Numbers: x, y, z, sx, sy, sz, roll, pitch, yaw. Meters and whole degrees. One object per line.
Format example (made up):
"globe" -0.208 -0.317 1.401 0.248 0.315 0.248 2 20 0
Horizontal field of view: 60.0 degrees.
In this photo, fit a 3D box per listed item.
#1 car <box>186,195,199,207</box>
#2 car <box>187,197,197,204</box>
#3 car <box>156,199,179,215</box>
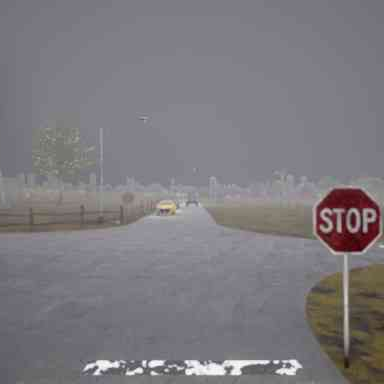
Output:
"car" 0.023 1.586 60.581 2.150 2.045 5.566 0 0 0
"car" 0.027 1.823 70.975 1.994 1.385 4.181 0 0 0
"car" -2.832 1.690 36.958 1.882 1.535 5.008 0 0 0
